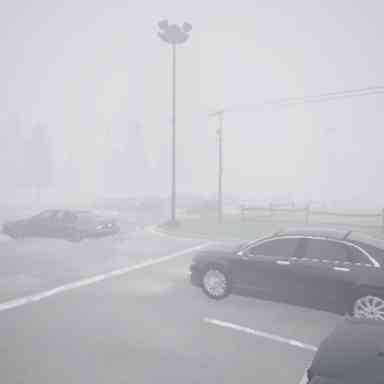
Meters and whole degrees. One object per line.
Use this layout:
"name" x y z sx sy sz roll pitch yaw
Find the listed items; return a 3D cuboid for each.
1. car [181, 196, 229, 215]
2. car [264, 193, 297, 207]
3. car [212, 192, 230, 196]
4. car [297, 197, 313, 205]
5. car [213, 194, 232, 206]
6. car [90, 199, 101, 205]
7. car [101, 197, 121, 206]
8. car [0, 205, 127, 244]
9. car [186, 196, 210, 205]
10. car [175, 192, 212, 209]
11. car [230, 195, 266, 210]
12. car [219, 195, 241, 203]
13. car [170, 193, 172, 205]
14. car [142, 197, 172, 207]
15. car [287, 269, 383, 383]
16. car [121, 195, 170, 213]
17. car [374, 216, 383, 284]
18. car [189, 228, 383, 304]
"car" 1.359 1.417 32.661 1.837 1.490 4.892 0 0 36
"car" 12.917 1.134 48.520 2.150 2.045 5.566 0 0 36
"car" 4.593 1.084 54.886 2.150 2.045 5.566 0 0 36
"car" 19.389 1.477 57.316 1.994 1.385 4.181 0 0 37
"car" 5.717 1.425 50.519 2.033 1.411 5.357 0 0 36
"car" -10.188 1.347 40.570 1.837 1.490 4.892 0 0 35
"car" -7.600 1.364 38.171 1.837 1.490 4.892 0 0 36
"car" -6.000 1.480 15.245 5.357 1.411 2.033 0 0 17
"car" 1.054 1.369 55.954 1.812 1.442 4.674 0 0 36
"car" 0.070 1.229 42.798 2.097 1.767 4.553 0 0 36
"car" 6.797 1.438 40.144 1.812 1.442 4.674 0 0 36
"car" 7.445 1.322 64.629 1.882 1.535 5.008 0 1 36
"car" -1.909 1.081 46.022 2.150 2.045 5.566 0 0 36
"car" -4.949 1.406 47.775 1.994 1.385 4.181 0 0 37
"car" 3.033 1.608 1.830 4.718 1.301 1.895 0 0 35
"car" -4.961 1.229 35.837 2.097 1.767 4.553 0 0 35
"car" 7.094 1.485 7.533 5.008 1.535 1.882 0 0 35
"car" 2.196 1.495 6.710 4.892 1.490 1.837 0 0 35
